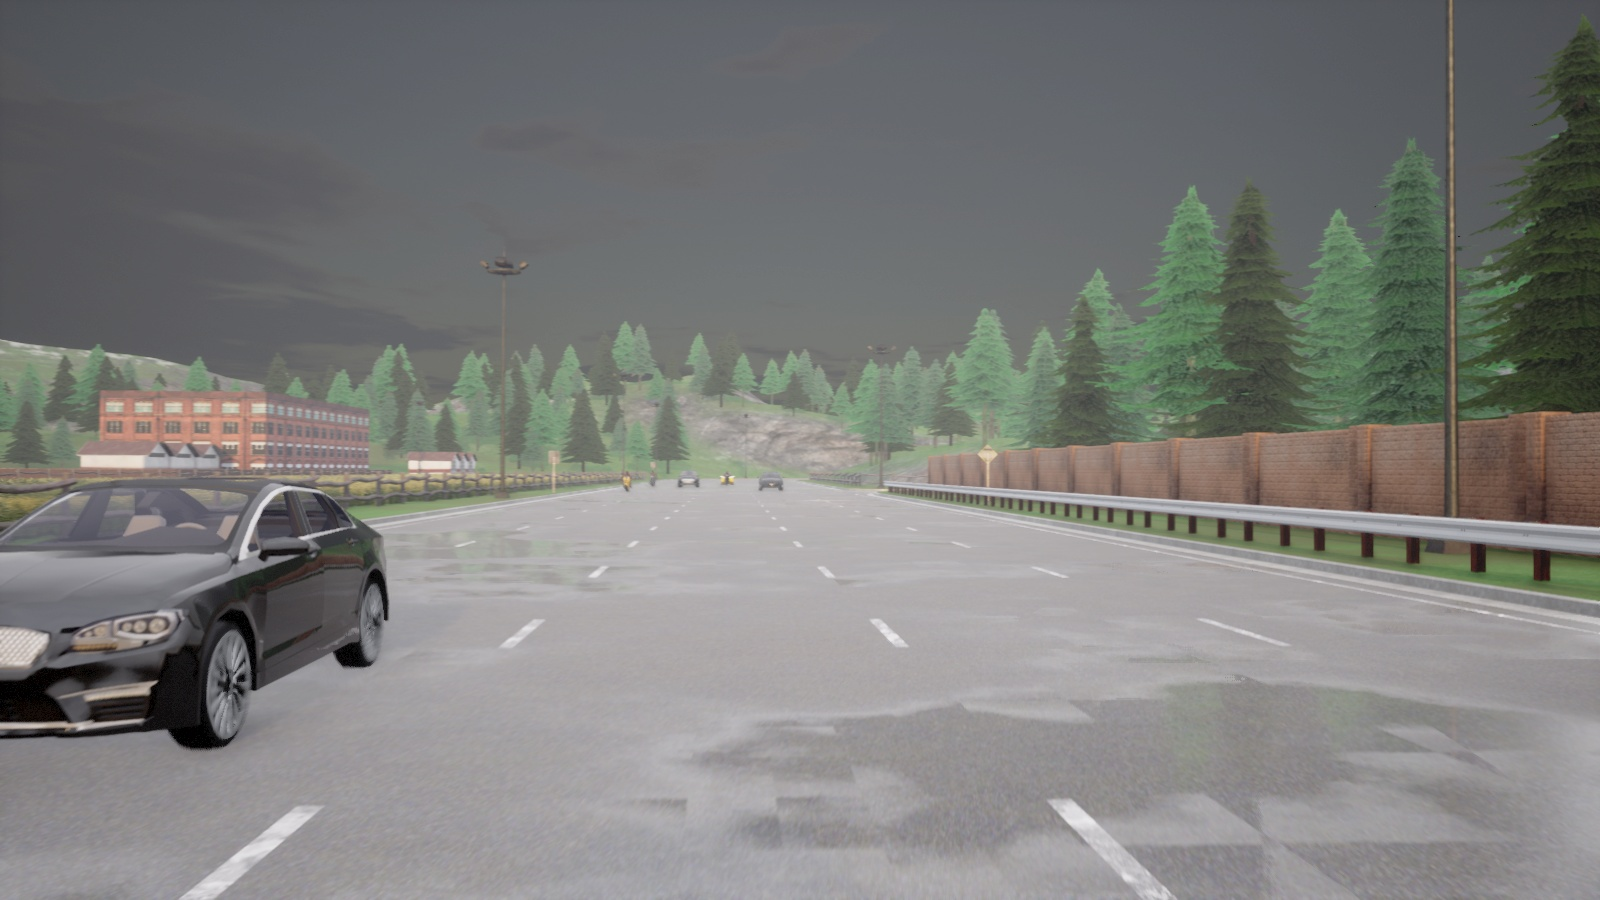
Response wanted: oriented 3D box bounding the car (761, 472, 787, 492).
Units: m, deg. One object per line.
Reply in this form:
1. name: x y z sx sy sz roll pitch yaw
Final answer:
1. car: -2.070 2.472 98.209 1.837 1.490 4.892 0 -1 -3

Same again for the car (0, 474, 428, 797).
1. car: -4.143 0.925 8.374 2.128 1.511 4.902 0 -1 -3
